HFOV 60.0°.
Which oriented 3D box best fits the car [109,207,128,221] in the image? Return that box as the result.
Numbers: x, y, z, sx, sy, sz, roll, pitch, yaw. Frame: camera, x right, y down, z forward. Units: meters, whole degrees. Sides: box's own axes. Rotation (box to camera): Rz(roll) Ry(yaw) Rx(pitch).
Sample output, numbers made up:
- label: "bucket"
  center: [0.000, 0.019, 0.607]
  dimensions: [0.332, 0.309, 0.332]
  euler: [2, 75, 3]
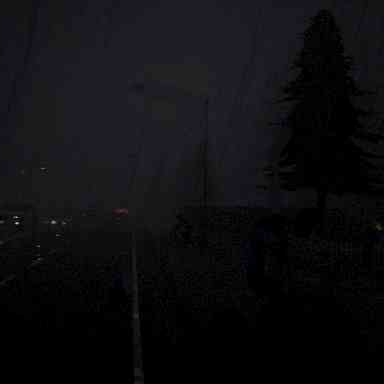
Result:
- label: "car"
  center: [-8.909, 2.801, 40.376]
  dimensions: [1.895, 1.301, 4.718]
  euler: [2, -2, -10]

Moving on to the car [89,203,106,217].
- label: "car"
  center: [-14.167, 2.608, 49.667]
  dimensions: [2.150, 2.045, 5.566]
  euler: [2, -2, -10]

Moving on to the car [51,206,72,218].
- label: "car"
  center: [-16.368, 2.416, 42.001]
  dimensions: [1.994, 1.385, 4.181]
  euler: [2, -2, -10]

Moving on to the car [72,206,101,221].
- label: "car"
  center: [-12.133, 2.611, 38.482]
  dimensions: [1.994, 1.385, 4.181]
  euler: [2, -2, -9]

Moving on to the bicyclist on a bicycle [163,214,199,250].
- label: "bicyclist on a bicycle"
  center: [-0.480, 1.838, 15.199]
  dimensions: [1.656, 1.620, 0.582]
  euler: [2, -2, -10]

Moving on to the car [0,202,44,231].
- label: "car"
  center: [-13.481, 1.773, 25.476]
  dimensions: [2.150, 2.045, 5.566]
  euler: [2, -2, -10]
